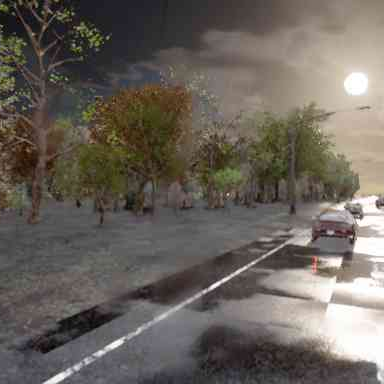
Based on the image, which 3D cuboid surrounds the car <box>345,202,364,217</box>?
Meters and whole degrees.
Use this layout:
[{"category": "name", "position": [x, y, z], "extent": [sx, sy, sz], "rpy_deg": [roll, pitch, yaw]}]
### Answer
[{"category": "car", "position": [16.538, 1.757, 34.156], "extent": [2.033, 1.411, 5.357], "rpy_deg": [0, 0, 28]}]

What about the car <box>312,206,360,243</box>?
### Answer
[{"category": "car", "position": [7.214, 1.628, 16.698], "extent": [1.812, 1.442, 4.674], "rpy_deg": [0, 0, 28]}]

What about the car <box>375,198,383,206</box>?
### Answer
[{"category": "car", "position": [36.686, 1.941, 64.653], "extent": [2.033, 1.411, 5.357], "rpy_deg": [0, 0, 28]}]

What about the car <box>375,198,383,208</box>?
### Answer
[{"category": "car", "position": [30.332, 1.680, 52.565], "extent": [2.097, 1.767, 4.553], "rpy_deg": [0, 0, 30]}]
